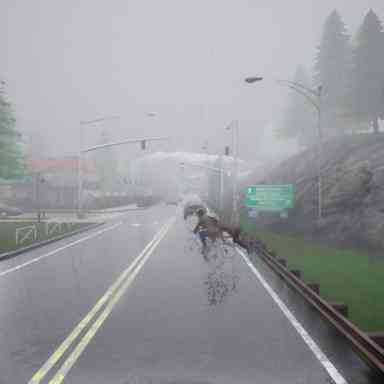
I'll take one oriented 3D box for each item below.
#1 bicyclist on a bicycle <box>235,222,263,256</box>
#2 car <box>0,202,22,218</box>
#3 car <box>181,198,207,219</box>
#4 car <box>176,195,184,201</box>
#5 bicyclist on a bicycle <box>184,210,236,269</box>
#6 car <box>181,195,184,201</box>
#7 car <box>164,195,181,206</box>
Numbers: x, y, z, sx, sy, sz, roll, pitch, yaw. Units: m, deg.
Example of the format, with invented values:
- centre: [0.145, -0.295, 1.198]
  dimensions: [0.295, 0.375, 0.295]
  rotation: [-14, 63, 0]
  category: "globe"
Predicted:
- centre: [1.178, 1.372, 10.245]
  dimensions: [1.656, 1.620, 0.582]
  rotation: [-25, 21, 36]
  category: "bicyclist on a bicycle"
- centre: [-18.788, 1.662, 31.687]
  dimensions: [4.892, 1.490, 1.837]
  rotation: [1, 0, 1]
  category: "car"
- centre: [0.261, 1.505, 29.436]
  dimensions: [1.837, 1.490, 4.892]
  rotation: [0, 0, 0]
  category: "car"
- centre: [-3.008, 1.473, 83.950]
  dimensions: [1.882, 1.535, 5.008]
  rotation: [0, 0, 0]
  category: "car"
- centre: [0.359, 1.365, 9.902]
  dimensions: [0.582, 1.620, 1.656]
  rotation: [-2, 8, -44]
  category: "bicyclist on a bicycle"
- centre: [-3.102, 1.355, 68.865]
  dimensions: [2.097, 1.767, 4.553]
  rotation: [0, 0, 0]
  category: "car"
- centre: [-3.278, 1.504, 53.609]
  dimensions: [1.837, 1.490, 4.892]
  rotation: [0, 0, 1]
  category: "car"
